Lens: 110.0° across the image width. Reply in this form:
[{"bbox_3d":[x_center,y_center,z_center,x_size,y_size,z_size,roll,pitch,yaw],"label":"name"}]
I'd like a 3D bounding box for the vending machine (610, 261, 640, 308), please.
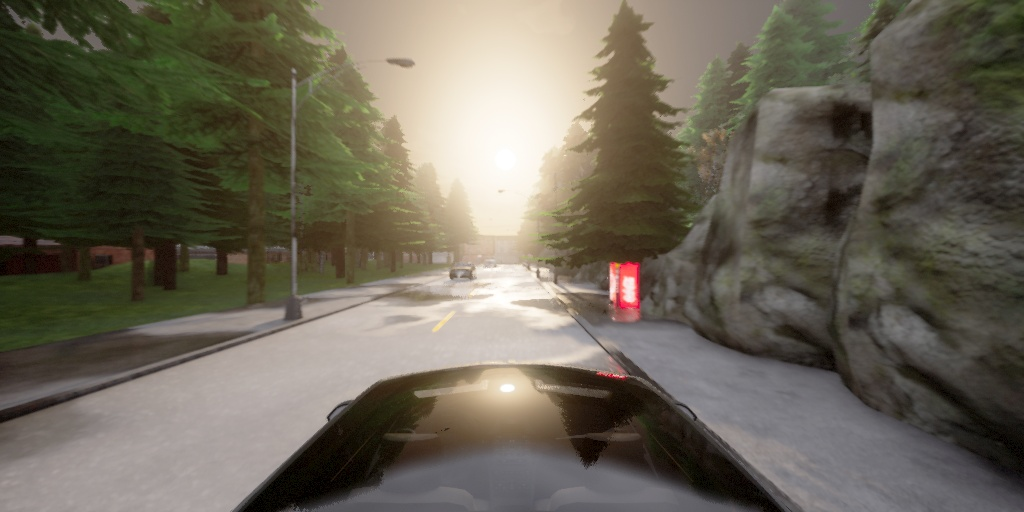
[{"bbox_3d":[4.296,1.166,13.709,1.100,2.100,0.880,0,0,0],"label":"vending machine"}]

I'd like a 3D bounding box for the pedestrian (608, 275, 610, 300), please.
[{"bbox_3d":[4.289,0.940,14.761,0.375,1.860,0.375,0,0,0],"label":"pedestrian"}]

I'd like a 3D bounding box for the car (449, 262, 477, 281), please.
[{"bbox_3d":[-4.089,1.241,30.486,2.128,1.511,4.902,0,0,0],"label":"car"}]
